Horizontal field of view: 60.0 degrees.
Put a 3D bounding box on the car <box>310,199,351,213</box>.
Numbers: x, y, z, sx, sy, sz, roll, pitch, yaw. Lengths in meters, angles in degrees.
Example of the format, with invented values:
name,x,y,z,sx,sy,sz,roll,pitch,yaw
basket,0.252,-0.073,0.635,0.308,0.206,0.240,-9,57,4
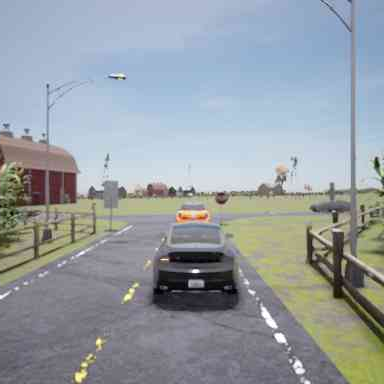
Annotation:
name,x,y,z,sx,sy,sz,roll,pitch,yaw
car,14.720,1.458,35.302,4.181,1.385,1.994,-1,-1,-4

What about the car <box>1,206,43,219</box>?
name,x,y,z,sx,sy,sz,roll,pitch,yaw
car,-17.291,1.990,32.728,4.718,1.301,1.895,-1,-1,6

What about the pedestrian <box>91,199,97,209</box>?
name,x,y,z,sx,sy,sz,roll,pitch,yaw
pedestrian,-11.246,1.653,38.168,0.375,1.860,0.375,0,0,4

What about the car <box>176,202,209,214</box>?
name,x,y,z,sx,sy,sz,roll,pitch,yaw
car,0.022,1.447,21.741,2.097,1.767,4.553,0,0,-1

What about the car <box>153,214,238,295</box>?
name,x,y,z,sx,sy,sz,roll,pitch,yaw
car,0.084,1.542,8.822,1.837,1.490,4.892,0,-1,0
